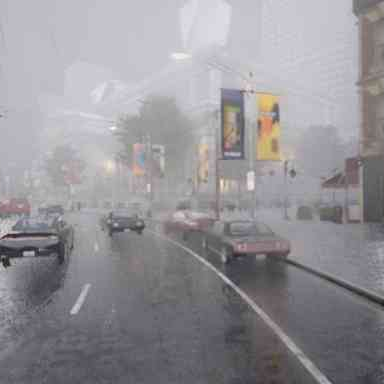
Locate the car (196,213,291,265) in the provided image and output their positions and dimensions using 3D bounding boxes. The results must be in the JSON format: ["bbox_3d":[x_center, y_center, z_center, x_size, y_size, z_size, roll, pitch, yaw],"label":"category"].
[{"bbox_3d":[1.641,1.644,12.009,1.895,1.301,4.718,-1,0,-10],"label":"car"}]

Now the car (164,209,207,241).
[{"bbox_3d":[-0.107,1.616,17.467,2.002,1.452,4.674,0,0,-20],"label":"car"}]

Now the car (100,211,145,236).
[{"bbox_3d":[-4.234,1.750,19.498,1.895,1.301,4.718,0,0,-23],"label":"car"}]

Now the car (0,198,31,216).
[{"bbox_3d":[-18.958,1.609,35.551,2.150,2.045,5.566,0,0,-39],"label":"car"}]

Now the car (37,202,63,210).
[{"bbox_3d":[-15.941,1.871,37.344,1.837,1.490,4.892,0,0,-39],"label":"car"}]

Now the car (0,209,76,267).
[{"bbox_3d":[-5.396,1.612,12.089,2.128,1.511,4.902,0,0,-15],"label":"car"}]
